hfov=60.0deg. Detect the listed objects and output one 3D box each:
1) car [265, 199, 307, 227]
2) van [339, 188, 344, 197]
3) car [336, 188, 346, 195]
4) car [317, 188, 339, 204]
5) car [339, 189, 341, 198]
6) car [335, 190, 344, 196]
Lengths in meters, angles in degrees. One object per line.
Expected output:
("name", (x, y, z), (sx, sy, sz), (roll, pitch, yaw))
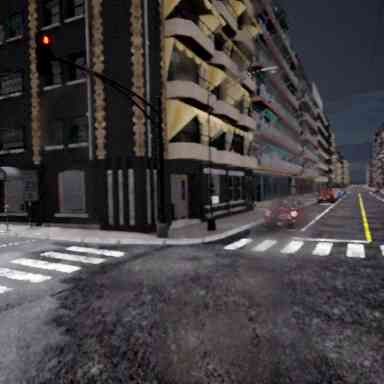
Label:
("car", (5.670, 1.176, 19.909), (1.967, 1.590, 4.097), (-2, 0, 26))
("van", (28.260, 0.252, 65.343), (1.690, 1.788, 3.998), (-2, 0, 26))
("car", (38.299, -0.143, 85.536), (2.192, 1.841, 5.009), (-2, 0, 26))
("car", (18.217, 0.594, 45.149), (2.192, 1.841, 5.009), (-2, 0, 26))
("car", (23.168, 0.623, 55.095), (1.752, 1.417, 4.829), (-2, 0, 26))
("car", (35.720, 0.162, 80.336), (1.752, 1.417, 4.829), (-2, 0, 26))
